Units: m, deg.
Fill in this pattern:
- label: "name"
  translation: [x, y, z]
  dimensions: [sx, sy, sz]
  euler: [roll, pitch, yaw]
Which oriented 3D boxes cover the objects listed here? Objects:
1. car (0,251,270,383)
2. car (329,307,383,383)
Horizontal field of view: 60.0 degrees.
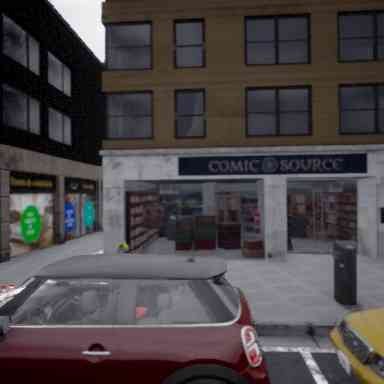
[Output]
- label: "car"
  translation: [-1.289, 1.477, 3.819]
  dimensions: [4.097, 1.590, 1.967]
  euler: [-1, 0, 4]
- label: "car"
  translation: [4.054, 1.503, 3.467]
  dimensions: [4.829, 1.417, 1.752]
  euler: [-1, 0, 4]
